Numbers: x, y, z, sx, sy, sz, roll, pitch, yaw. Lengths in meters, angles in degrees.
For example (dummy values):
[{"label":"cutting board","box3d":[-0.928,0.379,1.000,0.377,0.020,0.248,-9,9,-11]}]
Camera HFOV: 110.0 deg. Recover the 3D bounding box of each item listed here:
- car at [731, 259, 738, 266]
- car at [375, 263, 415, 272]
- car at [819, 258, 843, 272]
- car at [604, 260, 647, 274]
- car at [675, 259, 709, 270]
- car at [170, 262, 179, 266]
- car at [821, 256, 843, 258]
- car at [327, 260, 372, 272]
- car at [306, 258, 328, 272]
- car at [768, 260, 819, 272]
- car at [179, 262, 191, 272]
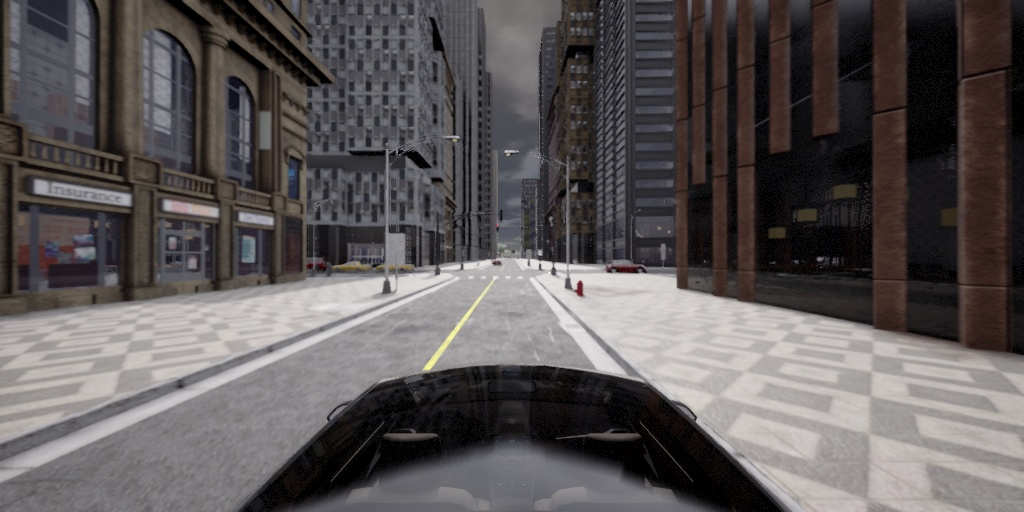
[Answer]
[{"label":"car","box3d":[28.747,1.113,45.933,4.097,1.591,1.967,0,0,0]},{"label":"car","box3d":[-15.025,1.308,46.190,4.829,1.417,1.751,0,0,0]},{"label":"car","box3d":[34.323,1.200,37.376,4.313,1.339,1.948,0,0,0]},{"label":"car","box3d":[11.888,1.127,37.507,4.097,1.591,1.967,0,0,0]},{"label":"car","box3d":[23.137,1.126,45.966,4.097,1.591,1.967,0,0,0]},{"label":"car","box3d":[-36.781,1.424,40.477,4.718,1.301,1.895,0,0,1]},{"label":"car","box3d":[39.965,0.963,45.868,5.009,1.841,2.192,0,0,0]},{"label":"car","box3d":[-20.627,1.323,46.222,4.829,1.417,1.751,0,0,0]},{"label":"car","box3d":[-26.058,1.127,46.254,5.009,1.841,2.192,0,0,0]},{"label":"car","box3d":[28.715,1.197,37.408,4.403,1.370,2.007,0,0,0]},{"label":"car","box3d":[-31.693,1.346,37.762,4.507,1.381,1.888,0,0,0]}]
